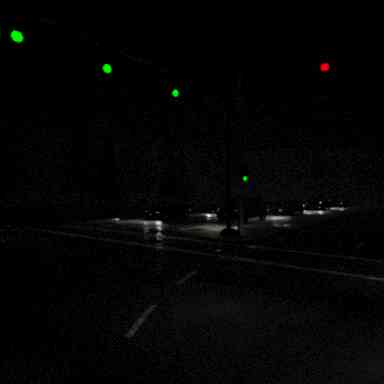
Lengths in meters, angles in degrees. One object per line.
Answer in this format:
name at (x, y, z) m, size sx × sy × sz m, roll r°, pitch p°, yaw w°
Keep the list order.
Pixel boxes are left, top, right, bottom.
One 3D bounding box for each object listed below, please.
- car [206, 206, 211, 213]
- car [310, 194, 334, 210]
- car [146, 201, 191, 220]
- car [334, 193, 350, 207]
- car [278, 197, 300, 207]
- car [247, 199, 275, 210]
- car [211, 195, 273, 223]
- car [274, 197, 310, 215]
car at (3.782, 1.662, 37.749) m, size 2.033 × 1.411 × 5.357 m, roll -1°, pitch 0°, yaw 37°
car at (16.094, 1.379, 42.454) m, size 2.097 × 1.767 × 4.553 m, roll -1°, pitch 0°, yaw 37°
car at (-2.072, 1.639, 29.964) m, size 1.837 × 1.490 × 4.892 m, roll -1°, pitch 0°, yaw 37°
car at (22.496, 1.226, 50.832) m, size 2.150 × 2.045 × 5.566 m, roll -1°, pitch 0°, yaw 38°
car at (15.623, 1.600, 53.354) m, size 1.812 × 1.442 × 4.674 m, roll -1°, pitch 0°, yaw 38°
car at (9.429, 1.659, 45.227) m, size 1.994 × 1.385 × 4.181 m, roll -1°, pitch 0°, yaw 37°
car at (4.127, 1.290, 26.566) m, size 2.150 × 2.045 × 5.566 m, roll -1°, pitch 0°, yaw 37°
car at (10.097, 1.539, 34.499) m, size 2.128 × 1.511 × 4.902 m, roll -1°, pitch 0°, yaw 37°
